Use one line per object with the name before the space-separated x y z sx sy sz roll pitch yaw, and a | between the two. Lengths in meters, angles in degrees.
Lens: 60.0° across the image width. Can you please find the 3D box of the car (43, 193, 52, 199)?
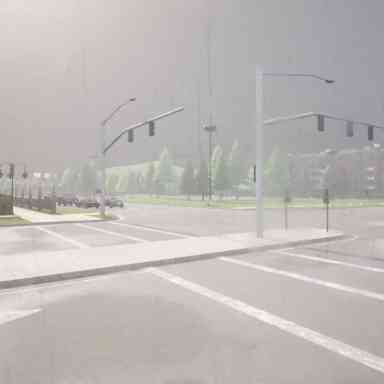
car | -26.083 1.221 61.918 2.150 2.045 5.566 0 0 -35

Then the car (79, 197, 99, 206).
car | -17.191 1.564 55.536 1.994 1.385 4.181 0 0 -36

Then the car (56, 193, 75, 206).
car | -19.947 1.221 53.372 2.150 2.045 5.566 0 0 -36

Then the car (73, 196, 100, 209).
car | -14.235 1.601 45.497 1.895 1.301 4.718 0 0 -36

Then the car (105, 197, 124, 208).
car | -11.429 1.492 47.593 2.128 1.511 4.902 0 0 -36

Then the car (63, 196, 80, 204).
car | -23.000 1.564 63.630 1.994 1.385 4.181 0 0 -36
